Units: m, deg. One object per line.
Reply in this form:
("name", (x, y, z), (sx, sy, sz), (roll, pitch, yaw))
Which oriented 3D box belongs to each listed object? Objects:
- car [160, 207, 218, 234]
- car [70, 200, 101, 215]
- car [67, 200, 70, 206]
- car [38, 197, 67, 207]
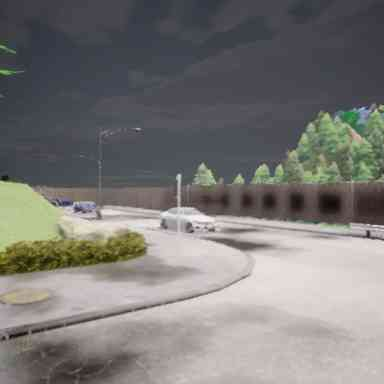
("car", (-0.329, 1.683, 20.735), (1.812, 1.442, 4.674), (1, -1, -35))
("car", (-11.473, 1.682, 36.333), (1.812, 1.442, 4.674), (1, -1, -36))
("car", (-21.727, 1.650, 54.887), (1.882, 1.535, 5.008), (3, 1, 27))
("car", (-21.008, 1.358, 49.149), (4.181, 1.385, 1.994), (0, -1, 37))
